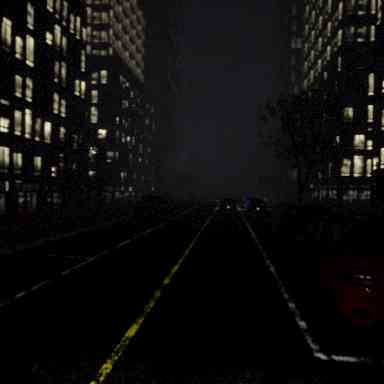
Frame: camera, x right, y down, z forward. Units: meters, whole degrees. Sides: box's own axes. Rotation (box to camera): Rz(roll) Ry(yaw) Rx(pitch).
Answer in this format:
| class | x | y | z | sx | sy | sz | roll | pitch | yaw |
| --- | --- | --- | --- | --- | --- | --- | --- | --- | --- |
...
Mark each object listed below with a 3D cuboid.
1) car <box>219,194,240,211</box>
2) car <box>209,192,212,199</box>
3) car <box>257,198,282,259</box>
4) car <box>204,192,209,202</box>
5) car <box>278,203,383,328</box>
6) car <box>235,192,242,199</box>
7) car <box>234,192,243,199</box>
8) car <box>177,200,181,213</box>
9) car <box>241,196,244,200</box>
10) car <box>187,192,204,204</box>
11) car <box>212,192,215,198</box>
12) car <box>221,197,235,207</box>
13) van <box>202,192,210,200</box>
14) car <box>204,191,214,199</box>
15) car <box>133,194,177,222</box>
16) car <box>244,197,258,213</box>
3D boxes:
| class | x | y | z | sx | sy | sz | roll | pitch | yaw |
| --- | --- | --- | --- | --- | --- | --- | --- | --- | --- |
| car | 4.122 | 1.336 | 37.478 | 1.837 | 1.490 | 4.892 | 1 | 1 | 7 |
| car | 2.777 | 1.002 | 73.991 | 1.967 | 1.590 | 4.097 | 1 | 0 | 6 |
| car | 3.849 | 1.310 | 12.350 | 2.192 | 1.841 | 5.009 | 1 | 0 | 6 |
| car | 1.543 | 1.157 | 62.943 | 2.008 | 1.369 | 4.403 | 1 | 0 | 6 |
| car | 3.328 | 1.337 | 6.817 | 2.192 | 1.841 | 5.009 | 1 | 0 | 6 |
| car | 11.220 | 1.267 | 78.644 | 2.008 | 1.369 | 4.403 | 1 | 0 | 6 |
| car | 12.457 | 0.988 | 89.691 | 2.192 | 1.841 | 5.009 | 1 | 0 | 6 |
| car | -2.151 | 1.185 | 29.796 | 1.967 | 1.590 | 4.097 | 1 | 0 | 6 |
| car | 7.671 | 1.350 | 42.738 | 1.882 | 1.535 | 5.008 | 1 | 0 | 6 |
| car | 0.313 | 1.092 | 51.894 | 1.967 | 1.590 | 4.097 | 1 | 0 | 6 |
| car | 5.766 | 0.806 | 77.602 | 1.994 | 1.385 | 4.181 | 1 | 0 | 6 |
| car | 5.252 | 1.387 | 47.886 | 1.895 | 1.301 | 4.718 | 1 | 0 | 7 |
| van | 3.394 | 0.881 | 79.515 | 1.690 | 1.788 | 3.998 | 1 | 0 | 6 |
| car | 4.627 | 0.811 | 90.564 | 2.192 | 1.841 | 5.009 | 1 | 0 | 6 |
| car | -2.765 | 1.084 | 24.270 | 2.192 | 1.841 | 5.009 | 1 | 0 | 6 |
| car | 6.901 | 1.406 | 35.781 | 1.837 | 1.490 | 4.892 | 1 | 0 | 6 |
